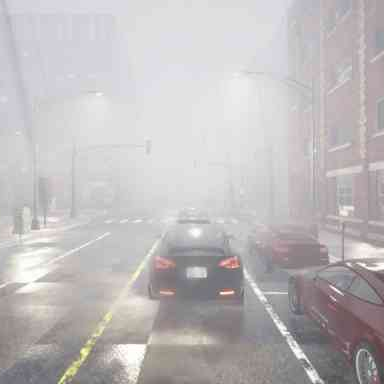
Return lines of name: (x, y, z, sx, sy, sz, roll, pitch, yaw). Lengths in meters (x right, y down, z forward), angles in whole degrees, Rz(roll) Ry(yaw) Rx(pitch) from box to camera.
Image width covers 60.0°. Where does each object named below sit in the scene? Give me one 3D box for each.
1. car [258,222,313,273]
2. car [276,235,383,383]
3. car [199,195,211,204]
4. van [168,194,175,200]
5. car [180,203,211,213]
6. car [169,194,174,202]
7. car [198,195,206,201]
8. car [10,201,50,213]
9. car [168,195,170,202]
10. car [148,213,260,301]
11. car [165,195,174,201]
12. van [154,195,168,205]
car: (2.820, 1.585, 10.333, 1.802, 1.307, 4.206, 1, 0, 0)
car: (2.660, 1.583, 4.677, 1.802, 1.307, 4.206, 1, 0, 0)
car: (2.604, 1.544, 59.757, 1.752, 1.417, 4.829, 1, 0, 0)
van: (-5.829, 1.376, 93.526, 1.690, 1.788, 3.998, 1, 0, 0)
car: (0.072, 1.552, 17.648, 2.033, 1.411, 5.357, 0, 0, -1)
car: (-5.805, 1.607, 76.568, 1.802, 1.307, 4.206, 1, 0, 0)
car: (2.557, 1.597, 87.848, 1.947, 1.339, 4.313, 1, 0, 0)
car: (-18.774, 1.730, 38.681, 4.313, 1.339, 1.947, 0, -1, 0)
car: (-5.786, 1.602, 65.264, 1.802, 1.307, 4.206, 1, 0, 0)
car: (0.086, 1.506, 8.376, 2.163, 1.488, 4.792, 0, 0, 0)
car: (-5.822, 1.582, 87.873, 2.008, 1.369, 4.403, 1, 0, 0)
van: (-5.773, 1.359, 59.612, 1.690, 1.788, 3.998, 1, 0, 0)
